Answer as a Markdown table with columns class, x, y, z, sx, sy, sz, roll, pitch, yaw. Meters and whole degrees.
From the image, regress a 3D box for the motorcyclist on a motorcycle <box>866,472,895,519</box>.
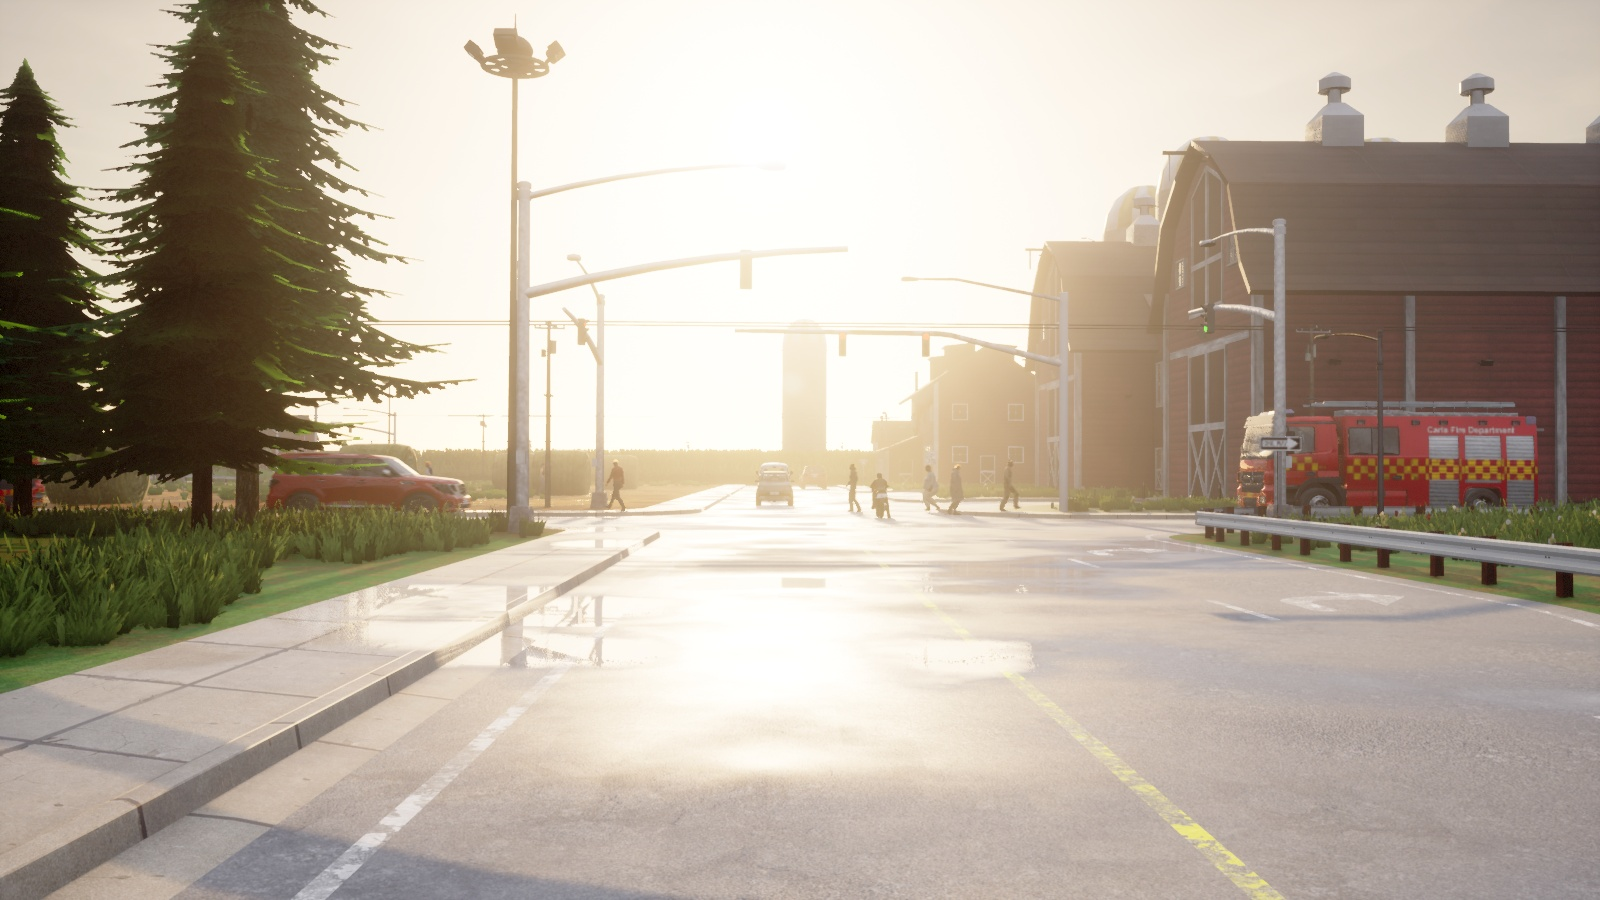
| class | x | y | z | sx | sy | sz | roll | pitch | yaw |
| --- | --- | --- | --- | --- | --- | --- | --- | --- | --- |
| motorcyclist on a motorcycle | 2.689 | 1.498 | 42.130 | 0.797 | 1.523 | 2.044 | 0 | -1 | -1 |

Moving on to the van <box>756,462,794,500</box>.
| class | x | y | z | sx | sy | sz | roll | pitch | yaw |
| --- | --- | --- | --- | --- | --- | --- | --- | --- | --- |
| van | -1.439 | 1.734 | 71.052 | 2.069 | 2.038 | 4.480 | 0 | -1 | -1 |

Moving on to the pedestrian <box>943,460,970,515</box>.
| class | x | y | z | sx | sy | sz | roll | pitch | yaw |
| --- | --- | --- | --- | --- | --- | --- | --- | --- | --- |
| pedestrian | 5.557 | 1.322 | 44.619 | 0.873 | 1.952 | 0.659 | 0 | -1 | 14 |

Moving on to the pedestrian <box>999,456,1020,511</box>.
| class | x | y | z | sx | sy | sz | roll | pitch | yaw |
| --- | --- | --- | --- | --- | --- | --- | --- | --- | --- |
| pedestrian | 7.379 | 1.184 | 44.313 | 0.692 | 1.930 | 0.396 | 0 | -1 | 7 |

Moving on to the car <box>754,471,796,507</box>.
| class | x | y | z | sx | sy | sz | roll | pitch | yaw |
| --- | --- | --- | --- | --- | --- | --- | --- | --- | --- |
| car | -1.126 | 1.743 | 56.643 | 1.789 | 1.549 | 3.705 | 0 | -1 | -1 |

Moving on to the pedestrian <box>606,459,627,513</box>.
| class | x | y | z | sx | sy | sz | roll | pitch | yaw |
| --- | --- | --- | --- | --- | --- | --- | --- | --- | --- |
| pedestrian | -6.288 | 1.232 | 42.996 | 0.636 | 1.846 | 0.331 | -1 | -1 | 35 |

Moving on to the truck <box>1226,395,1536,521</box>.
| class | x | y | z | sx | sy | sz | roll | pitch | yaw |
| --- | --- | --- | --- | --- | --- | --- | --- | --- | --- |
| truck | 18.224 | 0.270 | 39.785 | 8.468 | 3.827 | 2.891 | 0 | -1 | 0 |

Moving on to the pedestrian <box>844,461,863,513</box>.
| class | x | y | z | sx | sy | sz | roll | pitch | yaw |
| --- | --- | --- | --- | --- | --- | --- | --- | --- | --- |
| pedestrian | 1.992 | 1.396 | 47.003 | 0.666 | 1.930 | 0.402 | 0 | -1 | -4 |

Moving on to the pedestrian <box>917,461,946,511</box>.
| class | x | y | z | sx | sy | sz | roll | pitch | yaw |
| --- | --- | --- | --- | --- | --- | --- | --- | --- | --- |
| pedestrian | 4.939 | 1.353 | 47.226 | 0.900 | 1.855 | 0.874 | 0 | -1 | -6 |

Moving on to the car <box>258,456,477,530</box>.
| class | x | y | z | sx | sy | sz | roll | pitch | yaw |
| --- | --- | --- | --- | --- | --- | --- | --- | --- | --- |
| car | -12.352 | 1.215 | 36.162 | 5.566 | 2.045 | 2.150 | 0 | -1 | 0 |

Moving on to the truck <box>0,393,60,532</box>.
| class | x | y | z | sx | sy | sz | roll | pitch | yaw |
| --- | --- | --- | --- | --- | --- | --- | --- | --- | --- |
| truck | -26.386 | 0.388 | 36.126 | 8.468 | 3.827 | 2.891 | 0 | -1 | 0 |
